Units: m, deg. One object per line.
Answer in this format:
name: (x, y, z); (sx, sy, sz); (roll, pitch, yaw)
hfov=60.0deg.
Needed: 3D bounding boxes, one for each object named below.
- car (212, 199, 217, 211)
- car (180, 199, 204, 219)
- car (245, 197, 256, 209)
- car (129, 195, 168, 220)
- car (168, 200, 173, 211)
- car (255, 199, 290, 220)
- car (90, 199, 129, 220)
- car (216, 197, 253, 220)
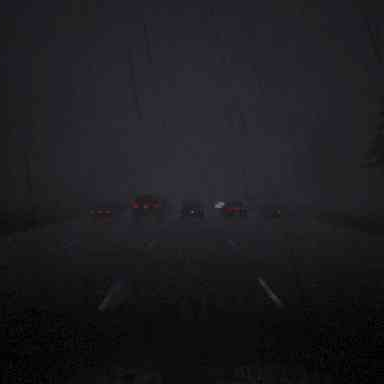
car: (3.532, 1.529, 41.618); (1.812, 1.442, 4.674); (0, 0, 0)
car: (0.019, 1.566, 28.807); (1.994, 1.385, 4.181); (0, 0, 0)
car: (7.028, 1.354, 41.209); (2.097, 1.767, 4.553); (0, 0, 0)
car: (-3.493, 1.224, 27.844); (2.150, 2.045, 5.566); (0, 0, 0)
car: (-3.470, 1.567, 41.334); (1.994, 1.385, 4.181); (0, 0, 0)
car: (7.006, 1.566, 28.574); (1.994, 1.385, 4.181); (0, 0, 1)
car: (-6.992, 1.549, 27.917); (2.033, 1.411, 5.357); (0, 0, 0)
car: (3.511, 1.494, 28.323); (2.128, 1.511, 4.902); (0, 0, 0)
